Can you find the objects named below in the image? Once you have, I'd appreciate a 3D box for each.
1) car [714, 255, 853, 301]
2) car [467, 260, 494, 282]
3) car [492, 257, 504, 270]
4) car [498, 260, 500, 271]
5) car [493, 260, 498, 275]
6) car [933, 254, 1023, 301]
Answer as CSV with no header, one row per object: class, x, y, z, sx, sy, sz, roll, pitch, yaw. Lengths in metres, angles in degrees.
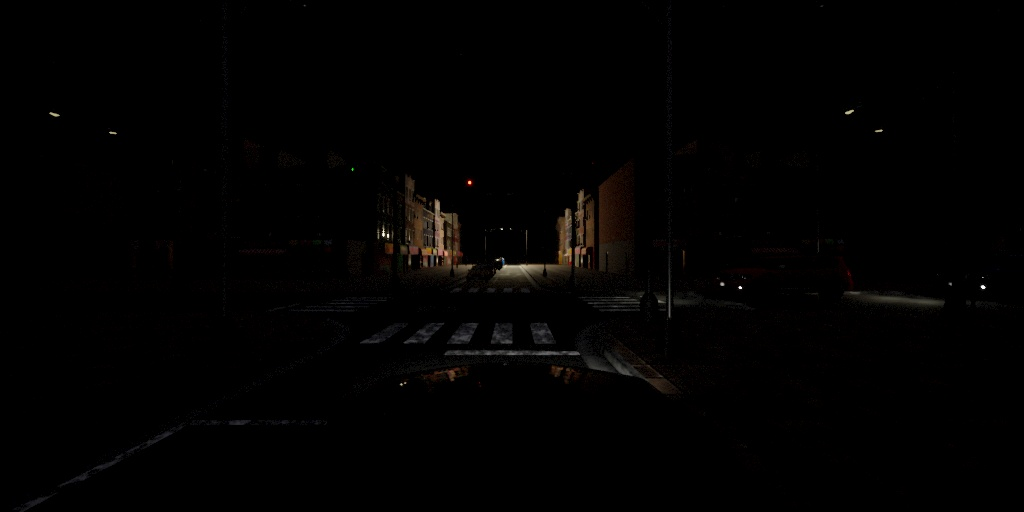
car,12.526,0.960,16.714,5.566,2.045,2.150,0,0,-1
car,-2.623,1.292,28.713,1.751,1.417,4.829,0,0,0
car,-2.610,1.249,51.303,1.967,1.591,4.097,0,0,0
car,-2.617,1.367,40.092,1.802,1.307,4.207,0,0,0
car,-2.620,1.320,34.487,1.888,1.381,4.507,0,0,0
car,23.231,0.938,16.668,5.566,2.045,2.150,0,0,0
